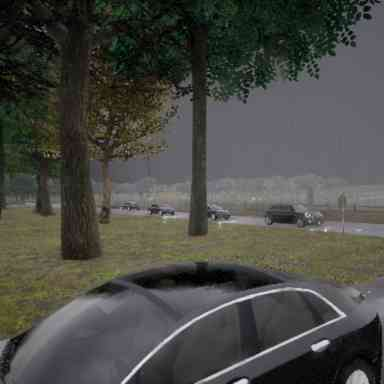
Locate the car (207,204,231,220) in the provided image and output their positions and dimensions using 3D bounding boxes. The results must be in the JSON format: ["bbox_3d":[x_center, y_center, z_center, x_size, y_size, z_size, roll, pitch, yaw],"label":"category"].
[{"bbox_3d":[1.953,2.028,34.069,1.837,1.490,4.892,-1,0,-35],"label":"car"}]

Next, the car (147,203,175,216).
[{"bbox_3d":[-3.994,2.213,42.563,1.837,1.490,4.892,-1,0,-35],"label":"car"}]

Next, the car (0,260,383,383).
[{"bbox_3d":[-0.178,1.504,2.941,4.892,1.490,1.837,0,0,-35],"label":"car"}]

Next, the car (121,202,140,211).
[{"bbox_3d":[-10.638,2.434,57.146,1.837,1.490,4.892,-1,0,-35],"label":"car"}]

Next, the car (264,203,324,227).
[{"bbox_3d":[7.820,1.687,25.698,2.097,1.767,4.553,-1,0,-35],"label":"car"}]

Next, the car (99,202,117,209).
[{"bbox_3d":[-16.586,2.652,65.620,2.033,1.411,5.357,-1,0,-35],"label":"car"}]
